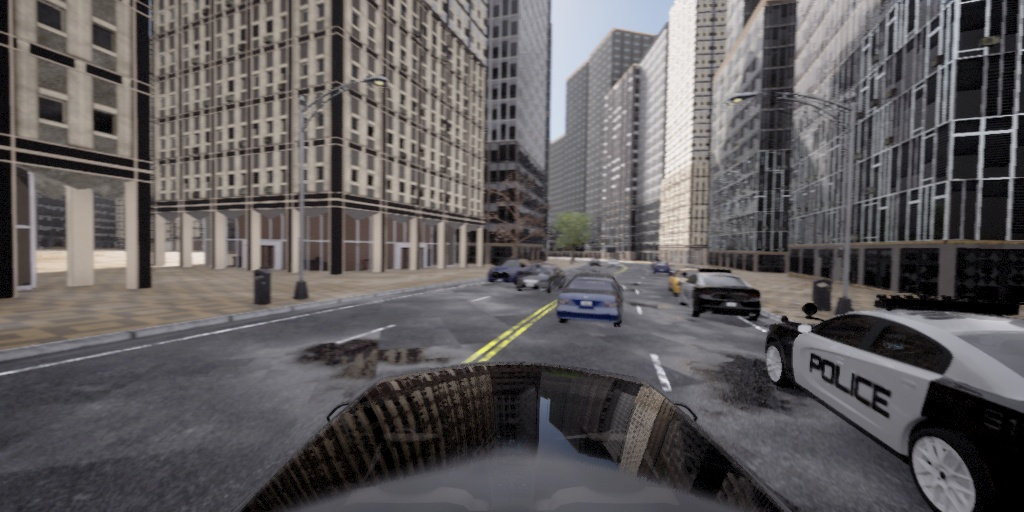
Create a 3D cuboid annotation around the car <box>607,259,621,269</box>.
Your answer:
[{"bbox_3d":[16.489,1.257,58.190,1.812,1.442,4.674,2,0,19],"label":"car"}]

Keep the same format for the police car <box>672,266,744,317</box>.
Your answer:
[{"bbox_3d":[7.483,1.273,13.386,1.930,1.638,5.238,2,0,18],"label":"police car"}]

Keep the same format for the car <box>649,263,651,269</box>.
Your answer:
[{"bbox_3d":[22.854,1.496,56.762,1.895,1.301,4.718,2,0,17],"label":"car"}]

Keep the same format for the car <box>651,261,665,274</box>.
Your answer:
[{"bbox_3d":[17.706,1.411,42.390,1.812,1.442,4.674,2,1,22],"label":"car"}]

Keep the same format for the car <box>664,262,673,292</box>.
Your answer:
[{"bbox_3d":[9.380,1.311,19.007,1.801,1.575,5.366,2,0,19],"label":"car"}]

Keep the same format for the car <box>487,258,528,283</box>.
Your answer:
[{"bbox_3d":[-0.008,0.935,24.655,2.097,1.767,4.553,2,0,20],"label":"car"}]

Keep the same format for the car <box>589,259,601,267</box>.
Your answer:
[{"bbox_3d":[14.667,1.201,63.001,2.033,1.411,5.357,2,0,18],"label":"car"}]

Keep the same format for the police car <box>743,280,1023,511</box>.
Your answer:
[{"bbox_3d":[4.680,1.268,4.045,1.930,1.638,5.238,1,0,15],"label":"police car"}]

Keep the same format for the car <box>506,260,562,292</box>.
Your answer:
[{"bbox_3d":[1.679,1.154,19.701,2.128,1.511,4.902,2,0,19],"label":"car"}]

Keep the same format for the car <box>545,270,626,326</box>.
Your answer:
[{"bbox_3d":[2.697,1.291,11.800,2.033,1.411,5.357,1,0,17],"label":"car"}]
